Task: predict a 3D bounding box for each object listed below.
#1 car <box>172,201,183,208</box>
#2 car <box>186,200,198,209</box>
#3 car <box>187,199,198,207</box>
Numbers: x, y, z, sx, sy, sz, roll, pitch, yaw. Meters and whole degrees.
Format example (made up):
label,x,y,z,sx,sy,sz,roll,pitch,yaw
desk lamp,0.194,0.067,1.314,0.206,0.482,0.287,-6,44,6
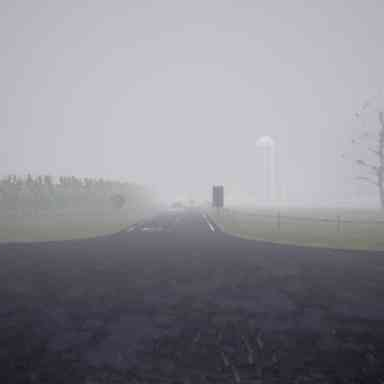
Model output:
label,x,y,z,sx,sy,sz,roll,pitch,yaw
car,-2.708,2.303,61.306,1.895,1.301,4.718,0,-1,0
car,0.040,2.124,56.738,1.882,1.535,5.008,0,-1,0
car,0.043,2.262,67.157,2.128,1.511,4.902,0,-1,0
